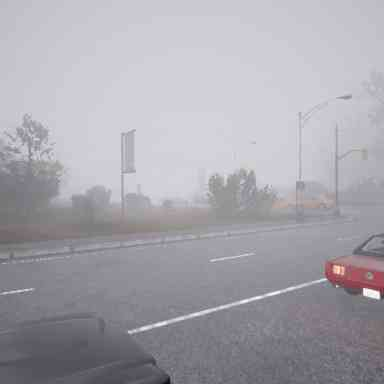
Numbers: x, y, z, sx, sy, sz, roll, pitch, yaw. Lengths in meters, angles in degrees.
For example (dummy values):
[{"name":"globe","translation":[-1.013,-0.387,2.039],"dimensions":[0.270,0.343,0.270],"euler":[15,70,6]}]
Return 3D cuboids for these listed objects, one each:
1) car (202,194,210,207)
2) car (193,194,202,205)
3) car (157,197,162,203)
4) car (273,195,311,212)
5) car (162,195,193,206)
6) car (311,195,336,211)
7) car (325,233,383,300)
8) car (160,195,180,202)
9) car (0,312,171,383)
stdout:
[{"name":"car","translation":[3.972,1.282,43.847],"dimensions":[1.882,1.535,5.008],"euler":[-1,0,-39]},{"name":"car","translation":[1.953,1.131,51.947],"dimensions":[2.097,1.767,4.553],"euler":[-1,0,-39]},{"name":"car","translation":[-4.187,1.384,59.618],"dimensions":[1.895,1.301,4.718],"euler":[-1,0,-38]},{"name":"car","translation":[9.941,1.278,36.437],"dimensions":[1.882,1.535,5.008],"euler":[-1,0,-39]},{"name":"car","translation":[-2.340,1.373,51.697],"dimensions":[1.994,1.385,4.181],"euler":[-1,0,-39]},{"name":"car","translation":[13.779,1.122,37.252],"dimensions":[2.097,1.767,4.553],"euler":[-1,0,-39]},{"name":"car","translation":[5.107,1.570,7.407],"dimensions":[4.718,1.301,1.895],"euler":[0,0,-36]},{"name":"car","translation":[-4.823,1.327,71.778],"dimensions":[1.895,1.301,4.718],"euler":[-1,0,-39]},{"name":"car","translation":[-2.416,1.601,2.013],"dimensions":[4.718,1.301,1.895],"euler":[0,0,-36]}]
